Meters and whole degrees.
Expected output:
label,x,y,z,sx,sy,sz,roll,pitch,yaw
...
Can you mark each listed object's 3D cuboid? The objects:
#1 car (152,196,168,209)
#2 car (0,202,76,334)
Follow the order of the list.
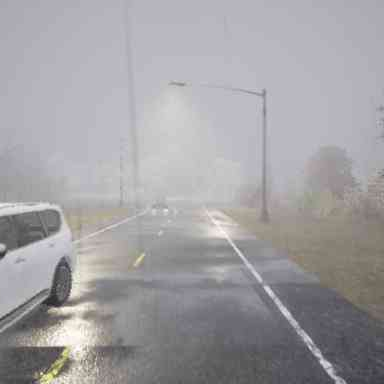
label,x,y,z,sx,sy,sz,roll,pitch,yaw
car,-4.323,1.396,45.354,2.097,1.767,4.553,0,0,-5
car,-3.599,1.226,5.068,2.150,2.045,5.566,0,0,0
